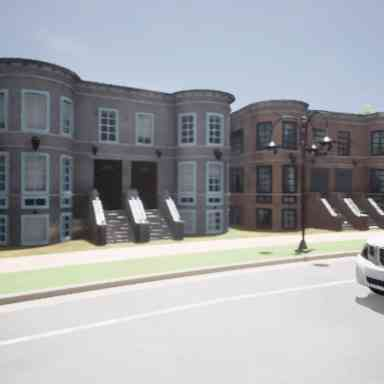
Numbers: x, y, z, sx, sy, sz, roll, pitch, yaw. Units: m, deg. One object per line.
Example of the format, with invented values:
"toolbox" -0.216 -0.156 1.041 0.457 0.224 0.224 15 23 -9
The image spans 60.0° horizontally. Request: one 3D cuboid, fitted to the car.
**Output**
"car" 6.132 1.214 7.075 5.566 2.045 2.150 0 0 -24
